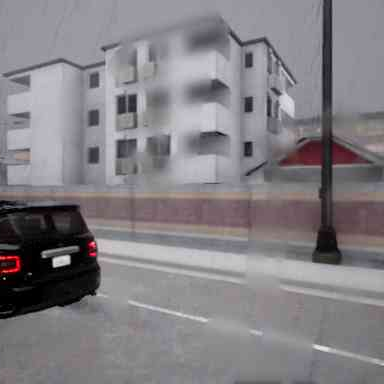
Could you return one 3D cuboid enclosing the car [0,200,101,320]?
[{"bbox_3d":[-4.279,1.184,6.580,5.566,2.045,2.150,-1,0,32],"label":"car"}]
